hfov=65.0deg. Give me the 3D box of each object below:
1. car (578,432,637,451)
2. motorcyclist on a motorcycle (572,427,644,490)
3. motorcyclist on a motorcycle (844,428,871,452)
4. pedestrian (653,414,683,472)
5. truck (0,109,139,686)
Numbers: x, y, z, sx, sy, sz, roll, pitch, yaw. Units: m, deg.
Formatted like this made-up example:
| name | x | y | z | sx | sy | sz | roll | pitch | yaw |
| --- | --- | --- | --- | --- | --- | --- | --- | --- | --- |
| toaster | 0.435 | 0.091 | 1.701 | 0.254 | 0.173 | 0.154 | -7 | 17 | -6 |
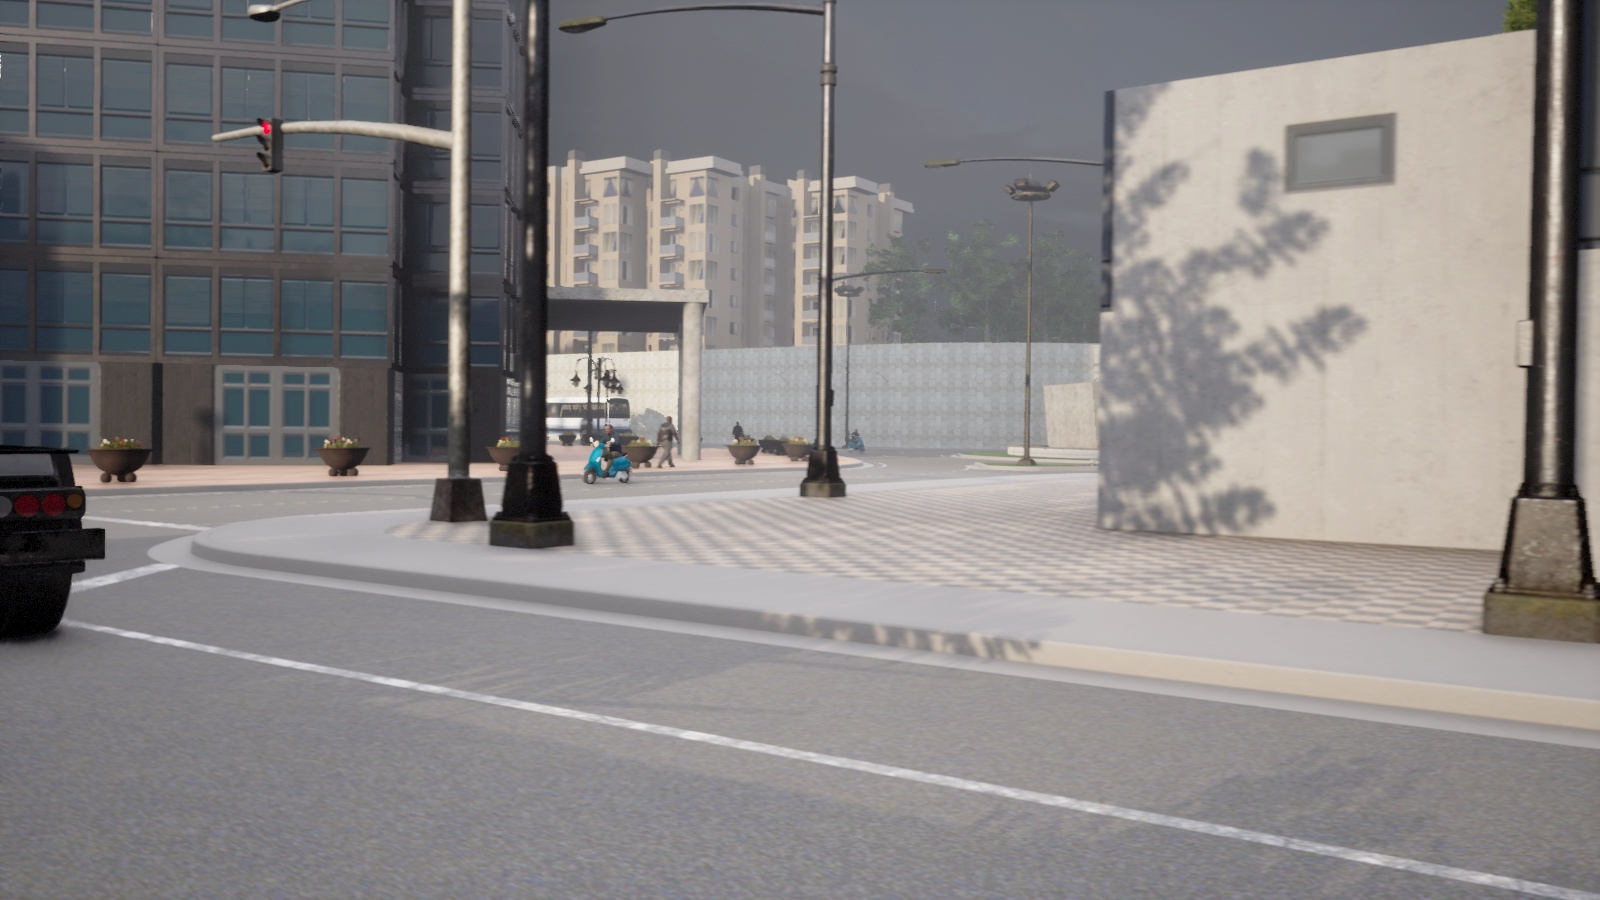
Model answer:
| name | x | y | z | sx | sy | sz | roll | pitch | yaw |
| --- | --- | --- | --- | --- | --- | --- | --- | --- | --- |
| car | -14.588 | -0.662 | 95.087 | 4.181 | 1.385 | 1.994 | 0 | 1 | 35 |
| motorcyclist on a motorcycle | -5.043 | 0.206 | 33.082 | 0.866 | 1.590 | 1.817 | 0 | 1 | 34 |
| motorcyclist on a motorcycle | 3.786 | -0.660 | 82.996 | 0.866 | 1.590 | 1.817 | -2 | 2 | -32 |
| pedestrian | -4.356 | -0.224 | 41.373 | 0.563 | 1.883 | 0.849 | 0 | 1 | 35 |
| truck | -8.272 | -0.326 | 9.583 | 7.936 | 3.462 | 2.891 | 1 | 1 | 40 |
